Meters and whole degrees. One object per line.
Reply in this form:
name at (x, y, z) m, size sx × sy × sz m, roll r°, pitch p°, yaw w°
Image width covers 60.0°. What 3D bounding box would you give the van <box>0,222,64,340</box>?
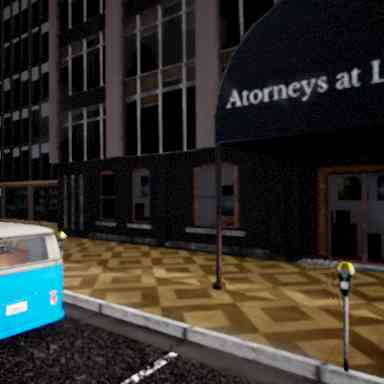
van at (-3.922, 1.383, 5.681) m, size 3.998 × 1.788 × 1.690 m, roll 0°, pitch 0°, yaw 36°
